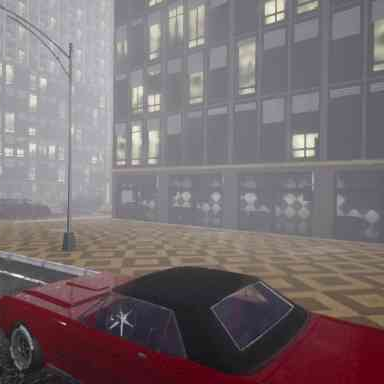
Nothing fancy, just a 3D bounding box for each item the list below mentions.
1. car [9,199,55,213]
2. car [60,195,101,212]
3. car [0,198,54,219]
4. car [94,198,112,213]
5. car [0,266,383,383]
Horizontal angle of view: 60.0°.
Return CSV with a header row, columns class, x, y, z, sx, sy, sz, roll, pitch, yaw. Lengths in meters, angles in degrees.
class,x,y,z,sx,sy,sz,roll,pitch,yaw
car,-19.211,1.641,40.138,1.752,1.417,4.829,1,0,37
car,-14.052,1.424,42.717,2.150,2.045,5.566,1,0,37
car,-15.737,1.517,30.754,2.192,1.841,5.009,1,0,37
car,-8.916,1.828,39.949,1.752,1.417,4.829,1,0,37
car,-0.333,1.600,3.927,4.718,1.301,1.895,0,0,36
